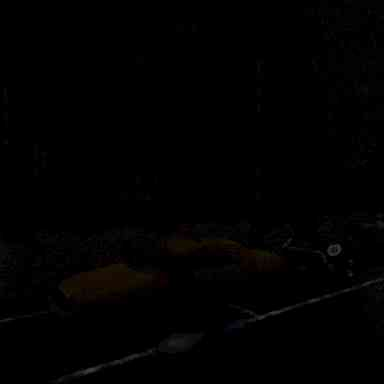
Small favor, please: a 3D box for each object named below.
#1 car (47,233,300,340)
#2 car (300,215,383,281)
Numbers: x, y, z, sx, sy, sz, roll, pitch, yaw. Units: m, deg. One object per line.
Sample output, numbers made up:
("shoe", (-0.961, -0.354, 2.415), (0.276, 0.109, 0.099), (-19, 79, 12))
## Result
("car", (-0.184, 1.533, 6.524), (4.829, 1.417, 1.752), (0, 0, -36))
("car", (4.504, 1.462, 9.890), (4.097, 1.590, 1.967), (0, 0, -36))
